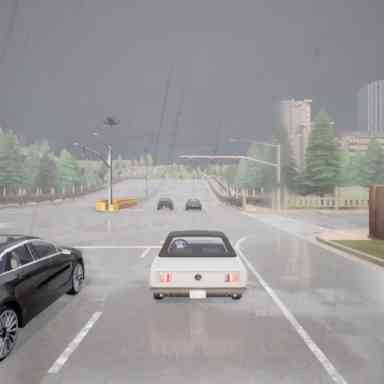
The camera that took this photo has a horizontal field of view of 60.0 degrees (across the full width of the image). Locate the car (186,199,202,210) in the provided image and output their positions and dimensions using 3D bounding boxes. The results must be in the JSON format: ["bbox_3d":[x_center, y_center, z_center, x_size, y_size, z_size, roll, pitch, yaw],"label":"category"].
[{"bbox_3d":[0.198,1.564,42.165,1.994,1.385,4.181,0,0,0],"label":"car"}]

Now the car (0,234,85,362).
[{"bbox_3d":[-3.387,1.492,5.824,2.128,1.511,4.902,0,0,0],"label":"car"}]

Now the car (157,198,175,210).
[{"bbox_3d":[-3.309,1.504,42.298,1.837,1.490,4.892,0,0,0],"label":"car"}]

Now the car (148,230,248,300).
[{"bbox_3d":[0.117,1.601,8.358,1.895,1.301,4.718,0,0,0],"label":"car"}]
